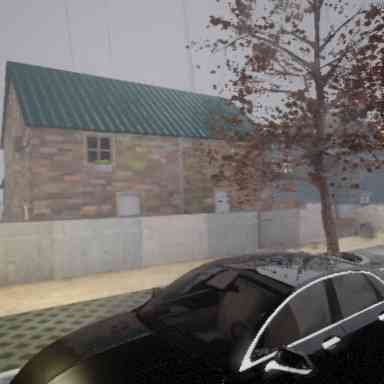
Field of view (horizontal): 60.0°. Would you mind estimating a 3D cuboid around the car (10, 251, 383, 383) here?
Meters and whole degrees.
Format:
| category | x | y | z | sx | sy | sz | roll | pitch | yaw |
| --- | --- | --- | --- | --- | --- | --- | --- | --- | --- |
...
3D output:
| category | x | y | z | sx | sy | sz | roll | pitch | yaw |
| --- | --- | --- | --- | --- | --- | --- | --- | --- | --- |
| car | 0.732 | 1.506 | 3.594 | 4.892 | 1.490 | 1.837 | 0 | 0 | -36 |
